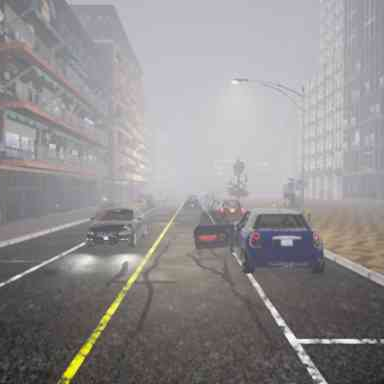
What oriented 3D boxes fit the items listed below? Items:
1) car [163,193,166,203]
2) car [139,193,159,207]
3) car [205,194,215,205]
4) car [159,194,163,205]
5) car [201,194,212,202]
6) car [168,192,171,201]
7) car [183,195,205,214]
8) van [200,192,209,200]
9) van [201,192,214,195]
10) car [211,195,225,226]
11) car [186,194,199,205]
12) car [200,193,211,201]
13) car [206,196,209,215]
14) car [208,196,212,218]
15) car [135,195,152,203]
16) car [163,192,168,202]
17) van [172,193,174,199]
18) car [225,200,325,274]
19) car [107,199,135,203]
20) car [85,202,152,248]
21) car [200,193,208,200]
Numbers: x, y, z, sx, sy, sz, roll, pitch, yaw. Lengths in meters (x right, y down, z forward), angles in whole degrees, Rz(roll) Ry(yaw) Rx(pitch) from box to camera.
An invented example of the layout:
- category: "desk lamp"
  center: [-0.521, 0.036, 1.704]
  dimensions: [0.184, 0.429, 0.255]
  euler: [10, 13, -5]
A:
- category: "car"
  center: [-5.650, 1.215, 51.757]
  dimensions: [2.008, 1.369, 4.403]
  euler: [0, 0, 0]
- category: "car"
  center: [-5.662, 1.046, 40.702]
  dimensions: [2.192, 1.841, 5.009]
  euler: [0, 0, 0]
- category: "car"
  center: [2.720, 1.314, 40.695]
  dimensions: [1.802, 1.307, 4.206]
  euler: [0, 0, 0]
- category: "car"
  center: [-5.654, 1.248, 46.230]
  dimensions: [2.008, 1.369, 4.403]
  euler: [0, 0, 0]
- category: "car"
  center: [2.740, 1.167, 62.802]
  dimensions: [1.947, 1.339, 4.313]
  euler: [0, 0, 0]
- category: "car"
  center: [-5.640, 1.167, 62.809]
  dimensions: [1.947, 1.339, 4.313]
  euler: [0, 0, 0]
- category: "car"
  center: [0.076, 1.324, 35.953]
  dimensions: [1.994, 1.385, 4.181]
  euler: [0, 0, 1]
- category: "van"
  center: [2.748, 0.882, 73.855]
  dimensions: [1.690, 1.788, 3.998]
  euler: [0, 0, 0]
- category: "van"
  center: [2.729, 1.006, 51.747]
  dimensions: [1.690, 1.788, 3.998]
  euler: [0, 0, 0]
- category: "car"
  center: [2.705, 1.276, 24.115]
  dimensions: [1.967, 1.590, 4.097]
  euler: [0, 0, 0]
- category: "car"
  center: [0.084, 1.152, 50.085]
  dimensions: [1.882, 1.535, 5.008]
  euler: [0, 0, 1]
- category: "car"
  center: [2.744, 1.011, 68.327]
  dimensions: [1.967, 1.590, 4.097]
  euler: [0, 0, 0]
- category: "car"
  center: [2.716, 1.348, 35.170]
  dimensions: [1.802, 1.307, 4.206]
  euler: [0, 0, 0]
- category: "car"
  center: [2.711, 1.325, 29.812]
  dimensions: [1.752, 1.417, 4.829]
  euler: [0, 0, 0]
- category: "car"
  center: [-5.665, 1.292, 35.007]
  dimensions: [1.752, 1.417, 4.829]
  euler: [0, 0, 0]
- category: "car"
  center: [-5.645, 1.072, 57.281]
  dimensions: [1.967, 1.590, 4.097]
  euler: [0, 0, 0]
- category: "van"
  center: [-5.632, 0.882, 73.862]
  dimensions: [1.690, 1.788, 3.998]
  euler: [0, 0, 0]
- category: "car"
  center: [2.395, 1.278, 10.502]
  dimensions: [2.097, 1.767, 4.553]
  euler: [0, 0, 0]
- category: "car"
  center: [-5.674, 1.381, 24.124]
  dimensions: [1.887, 1.381, 4.507]
  euler: [0, 0, 0]
- category: "car"
  center: [-3.087, 1.404, 14.368]
  dimensions: [1.837, 1.490, 4.892]
  euler: [0, 0, 0]
- category: "car"
  center: [2.754, 1.036, 79.551]
  dimensions: [1.752, 1.417, 4.829]
  euler: [0, 0, 0]
